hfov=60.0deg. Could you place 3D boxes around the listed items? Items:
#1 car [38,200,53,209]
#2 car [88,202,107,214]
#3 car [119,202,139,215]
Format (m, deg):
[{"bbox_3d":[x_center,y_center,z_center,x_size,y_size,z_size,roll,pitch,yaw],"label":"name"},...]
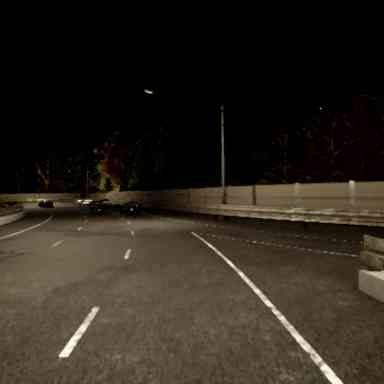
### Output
[{"bbox_3d":[-27.861,2.351,63.223,2.128,1.511,4.902,0,-1,-36],"label":"car"},{"bbox_3d":[-12.101,2.011,42.432,2.128,1.511,4.902,0,-1,-22],"label":"car"},{"bbox_3d":[-7.742,1.991,40.818,1.994,1.385,4.181,-4,2,-20],"label":"car"}]
